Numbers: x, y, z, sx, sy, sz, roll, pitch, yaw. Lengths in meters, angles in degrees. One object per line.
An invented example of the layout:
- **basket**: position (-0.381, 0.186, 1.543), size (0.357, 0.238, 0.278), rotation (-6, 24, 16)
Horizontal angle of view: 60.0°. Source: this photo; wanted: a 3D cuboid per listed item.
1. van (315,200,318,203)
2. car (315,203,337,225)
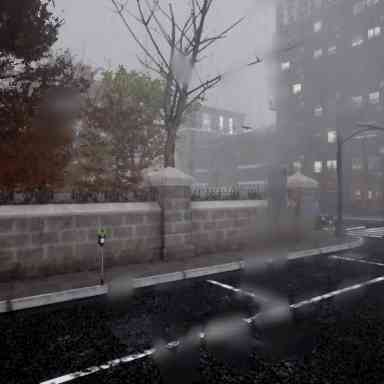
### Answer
- **van**: position (10.417, 1.646, 32.623), size (1.690, 1.788, 3.998), rotation (-1, 0, -36)
- **car**: position (8.281, 1.801, 25.766), size (2.033, 1.411, 5.357), rotation (0, -1, -36)
